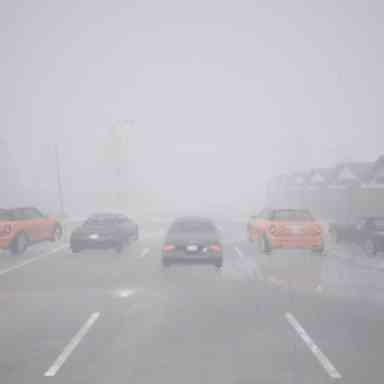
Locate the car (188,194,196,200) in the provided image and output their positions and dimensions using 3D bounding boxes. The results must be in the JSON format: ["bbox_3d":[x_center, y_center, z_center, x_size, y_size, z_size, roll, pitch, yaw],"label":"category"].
[{"bbox_3d":[0.005,1.397,87.424,2.033,1.411,5.357,0,0,0],"label":"car"}]

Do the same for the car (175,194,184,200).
[{"bbox_3d":[-3.495,1.397,87.425,2.033,1.411,5.357,0,0,0],"label":"car"}]

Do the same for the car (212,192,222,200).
[{"bbox_3d":[7.005,1.417,88.901,1.994,1.385,4.181,0,0,0],"label":"car"}]

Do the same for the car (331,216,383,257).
[{"bbox_3d":[7.041,1.581,12.884,1.895,1.301,4.718,0,0,0],"label":"car"}]

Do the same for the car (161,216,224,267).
[{"bbox_3d":[0.028,1.530,11.320,2.033,1.411,5.357,0,0,1],"label":"car"}]

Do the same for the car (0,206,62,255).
[{"bbox_3d":[-7.032,1.331,13.409,2.097,1.767,4.553,0,0,1],"label":"car"}]

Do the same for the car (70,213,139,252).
[{"bbox_3d":[-3.451,1.544,13.770,1.994,1.385,4.181,0,0,0],"label":"car"}]

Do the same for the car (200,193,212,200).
[{"bbox_3d":[3.505,1.213,87.809,2.097,1.767,4.553,0,0,0],"label":"car"}]

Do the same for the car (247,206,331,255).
[{"bbox_3d":[3.546,1.331,13.412,2.097,1.767,4.553,0,0,1],"label":"car"}]
